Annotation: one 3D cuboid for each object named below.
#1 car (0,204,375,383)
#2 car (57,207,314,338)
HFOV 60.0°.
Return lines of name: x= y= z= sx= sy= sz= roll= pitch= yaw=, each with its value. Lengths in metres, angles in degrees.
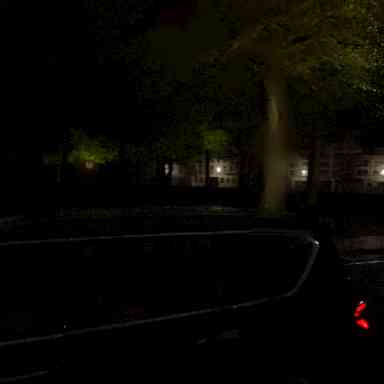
car: x=-1.163 y=1.156 z=2.758 sx=5.566 sy=2.045 sz=2.150 roll=1 pitch=1 yaw=-20
car: x=-0.169 y=1.247 z=6.592 sx=4.553 sy=1.767 sz=2.097 roll=1 pitch=1 yaw=-20
